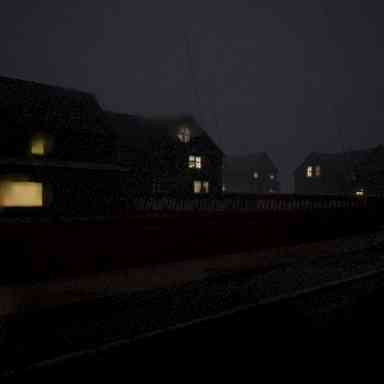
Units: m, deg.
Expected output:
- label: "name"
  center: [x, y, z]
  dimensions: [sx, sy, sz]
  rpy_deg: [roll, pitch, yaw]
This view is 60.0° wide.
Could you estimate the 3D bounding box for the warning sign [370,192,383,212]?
- label: "warning sign"
  center: [17.768, 0.888, 31.638]
  dimensions: [1.300, 1.860, 1.060]
  rpy_deg: [0, 0, -36]
